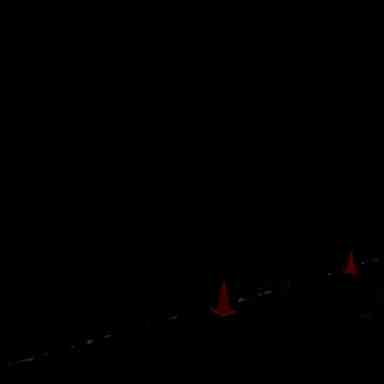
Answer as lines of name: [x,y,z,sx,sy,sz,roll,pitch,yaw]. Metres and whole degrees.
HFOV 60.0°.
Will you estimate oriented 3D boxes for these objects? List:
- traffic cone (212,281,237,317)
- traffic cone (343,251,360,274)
traffic cone: [0.604,1.959,6.229,0.340,0.580,0.340,0,0,-38]
traffic cone: [4.446,1.953,9.285,0.340,0.580,0.340,0,0,-39]
